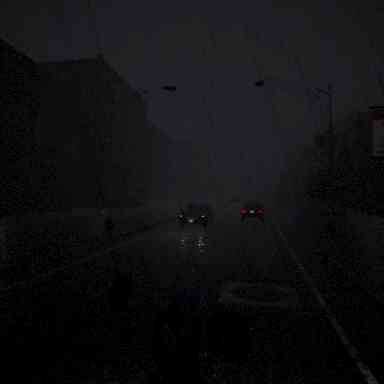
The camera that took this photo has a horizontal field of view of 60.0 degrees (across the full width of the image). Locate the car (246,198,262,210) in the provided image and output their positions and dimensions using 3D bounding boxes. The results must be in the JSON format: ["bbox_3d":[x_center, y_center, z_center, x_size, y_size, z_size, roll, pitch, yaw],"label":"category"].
[{"bbox_3d":[8.108,1.555,43.528,1.994,1.385,4.181,0,0,11],"label":"car"}]

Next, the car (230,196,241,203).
[{"bbox_3d":[8.372,1.497,63.882,1.895,1.301,4.718,0,0,11],"label":"car"}]

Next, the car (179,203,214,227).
[{"bbox_3d":[0.383,1.529,23.092,2.128,1.511,4.902,0,0,11],"label":"car"}]

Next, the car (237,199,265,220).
[{"bbox_3d":[5.215,1.593,28.588,2.033,1.411,5.357,0,0,11],"label":"car"}]
